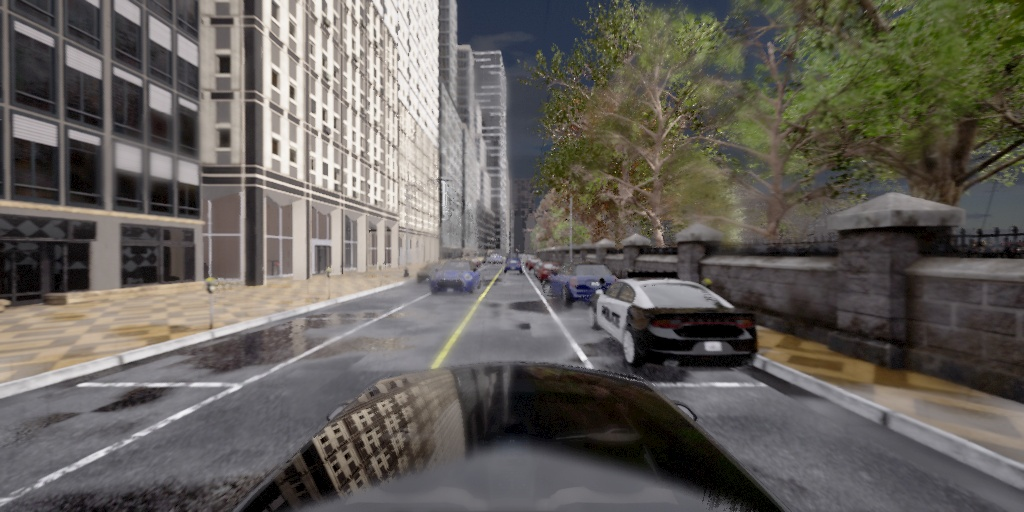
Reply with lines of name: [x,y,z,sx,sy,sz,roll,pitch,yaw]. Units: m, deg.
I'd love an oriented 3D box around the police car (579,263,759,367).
police car: [3.011,1.131,7.949,1.930,1.638,5.238,0,0,0]

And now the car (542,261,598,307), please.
car: [2.819,1.006,15.138,2.097,1.767,4.553,0,0,-6]

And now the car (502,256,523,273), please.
car: [0.138,1.022,38.013,1.812,1.442,4.674,0,0,1]

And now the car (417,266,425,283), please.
car: [-5.455,1.147,25.628,1.948,1.339,4.313,0,0,0]

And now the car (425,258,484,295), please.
car: [-2.842,0.981,18.769,2.097,1.767,4.553,0,0,0]

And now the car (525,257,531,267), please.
car: [2.784,1.012,42.234,1.888,1.381,4.507,0,0,1]

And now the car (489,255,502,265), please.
car: [-2.411,0.943,62.507,2.033,1.411,5.357,0,0,1]

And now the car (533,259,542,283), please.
car: [2.715,1.129,25.321,1.888,1.381,4.507,0,0,0]

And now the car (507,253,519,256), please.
car: [0.170,0.627,51.456,2.150,2.045,5.566,0,1,1]

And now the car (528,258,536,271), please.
car: [2.723,1.095,30.954,2.007,1.370,4.403,0,0,0]
